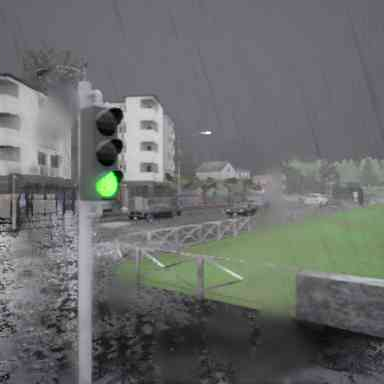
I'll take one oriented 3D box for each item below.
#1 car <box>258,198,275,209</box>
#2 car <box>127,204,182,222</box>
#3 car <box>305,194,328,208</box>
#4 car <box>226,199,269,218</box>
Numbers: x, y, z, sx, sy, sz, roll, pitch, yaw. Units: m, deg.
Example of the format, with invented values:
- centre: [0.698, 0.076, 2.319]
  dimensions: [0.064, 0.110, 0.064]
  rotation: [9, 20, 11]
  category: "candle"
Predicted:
- centre: [9.331, 1.538, 43.687]
  dimensions: [2.128, 1.511, 4.902]
  rotation: [0, 0, 36]
  category: "car"
- centre: [-2.946, 1.646, 26.544]
  dimensions: [1.895, 1.301, 4.718]
  rotation: [0, 0, 36]
  category: "car"
- centre: [18.420, 1.260, 49.278]
  dimensions: [2.150, 2.045, 5.566]
  rotation: [0, 0, 36]
  category: "car"
- centre: [5.012, 1.636, 30.475]
  dimensions: [1.895, 1.301, 4.718]
  rotation: [0, 0, 36]
  category: "car"
